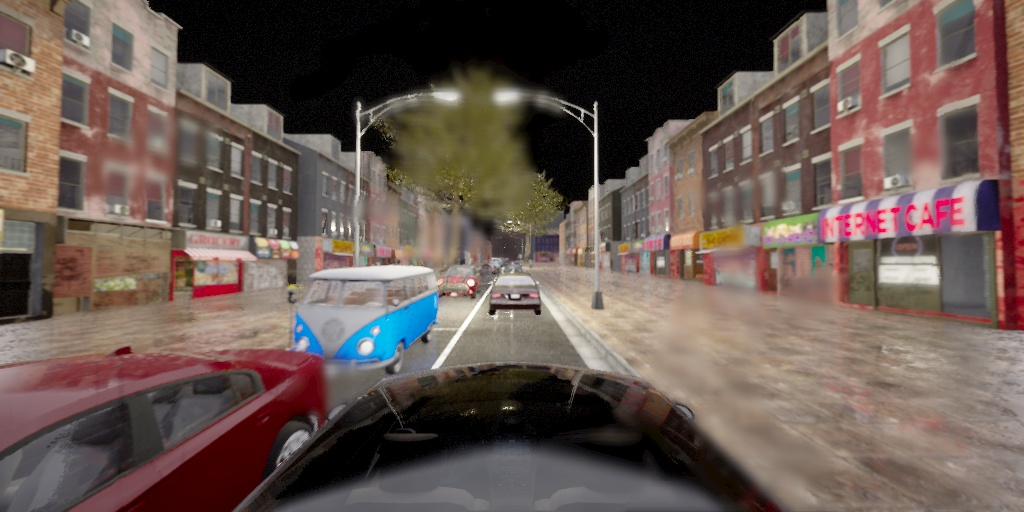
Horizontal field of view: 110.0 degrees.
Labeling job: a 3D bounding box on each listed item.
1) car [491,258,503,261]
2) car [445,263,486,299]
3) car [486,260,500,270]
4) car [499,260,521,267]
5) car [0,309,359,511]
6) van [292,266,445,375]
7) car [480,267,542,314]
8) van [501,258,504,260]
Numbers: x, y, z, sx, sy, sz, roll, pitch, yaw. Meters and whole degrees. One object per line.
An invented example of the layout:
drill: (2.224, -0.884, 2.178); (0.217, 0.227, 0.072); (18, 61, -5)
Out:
car: (-2.612, 1.392, 51.287); (1.751, 1.417, 4.829); (0, 0, 0)
car: (-2.628, 1.221, 18.248); (1.967, 1.591, 4.097); (0, 0, 0)
car: (-2.617, 1.416, 40.387); (1.802, 1.307, 4.207); (0, 0, 0)
car: (0.117, 1.366, 34.513); (2.033, 1.411, 5.357); (0, 0, 0)
car: (-2.636, 1.295, 1.642); (1.888, 1.381, 4.507); (0, 0, 0)
van: (-2.633, 1.101, 7.177); (1.690, 1.789, 3.998); (0, 0, 0)
car: (0.105, 1.321, 13.831); (2.033, 1.411, 5.357); (0, 0, 0)
van: (-2.609, 1.226, 56.992); (1.690, 1.789, 3.998); (0, 0, 0)
